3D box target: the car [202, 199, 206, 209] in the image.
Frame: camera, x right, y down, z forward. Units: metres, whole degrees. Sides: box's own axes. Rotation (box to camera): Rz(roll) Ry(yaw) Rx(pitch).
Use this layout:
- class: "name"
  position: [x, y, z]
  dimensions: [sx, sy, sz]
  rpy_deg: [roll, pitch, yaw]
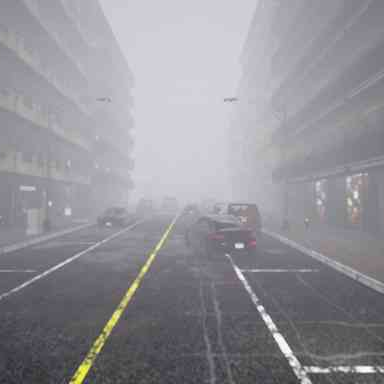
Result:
- class: "car"
  position: [2.388, 1.865, 40.319]
  dimensions: [1.802, 1.307, 4.206]
  rpy_deg: [1, 0, 0]

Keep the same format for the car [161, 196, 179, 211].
- class: "car"
  position: [-3.010, 1.549, 45.659]
  dimensions: [2.150, 2.045, 5.566]
  rpy_deg: [0, 0, 0]

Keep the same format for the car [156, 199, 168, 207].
- class: "car"
  position: [-5.548, 2.064, 62.467]
  dimensions: [1.802, 1.307, 4.206]
  rpy_deg: [1, -1, 0]

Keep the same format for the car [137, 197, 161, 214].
- class: "car"
  position: [-5.452, 1.599, 40.345]
  dimensions: [2.192, 1.841, 5.009]
  rpy_deg: [1, 0, 0]

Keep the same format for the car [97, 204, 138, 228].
- class: "car"
  position: [-5.391, 1.722, 23.754]
  dimensions: [1.947, 1.339, 4.313]
  rpy_deg: [1, 0, 0]

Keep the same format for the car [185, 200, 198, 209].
- class: "car"
  position: [-0.112, 1.957, 53.004]
  dimensions: [1.994, 1.385, 4.181]
  rpy_deg: [0, -1, 0]

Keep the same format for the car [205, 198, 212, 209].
- class: "car"
  position: [2.436, 1.637, 29.258]
  dimensions: [1.967, 1.590, 4.097]
  rpy_deg: [1, 0, 0]

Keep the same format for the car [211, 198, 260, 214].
- class: "car"
  position: [2.483, 1.432, 18.196]
  dimensions: [2.192, 1.841, 5.009]
  rpy_deg: [1, 0, 0]

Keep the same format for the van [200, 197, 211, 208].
- class: "van"
  position: [2.326, 1.770, 56.915]
  dimensions: [1.690, 1.788, 3.998]
  rpy_deg: [1, -1, 0]

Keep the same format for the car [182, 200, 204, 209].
- class: "car"
  position: [-0.038, 1.757, 33.889]
  dimensions: [1.812, 1.442, 4.674]
  rpy_deg: [0, 0, 0]

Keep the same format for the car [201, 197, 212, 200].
- class: "car"
  position: [2.349, 1.693, 51.384]
  dimensions: [2.192, 1.841, 5.009]
  rpy_deg: [1, -1, 0]

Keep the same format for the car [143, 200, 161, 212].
- class: "car"
  position: [-5.480, 1.875, 45.875]
  dimensions: [1.887, 1.381, 4.507]
  rpy_deg: [1, 0, 0]

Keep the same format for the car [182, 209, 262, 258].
- class: "car"
  position: [0.978, 1.609, 13.082]
  dimensions: [1.812, 1.442, 4.674]
  rpy_deg: [0, 0, -14]
